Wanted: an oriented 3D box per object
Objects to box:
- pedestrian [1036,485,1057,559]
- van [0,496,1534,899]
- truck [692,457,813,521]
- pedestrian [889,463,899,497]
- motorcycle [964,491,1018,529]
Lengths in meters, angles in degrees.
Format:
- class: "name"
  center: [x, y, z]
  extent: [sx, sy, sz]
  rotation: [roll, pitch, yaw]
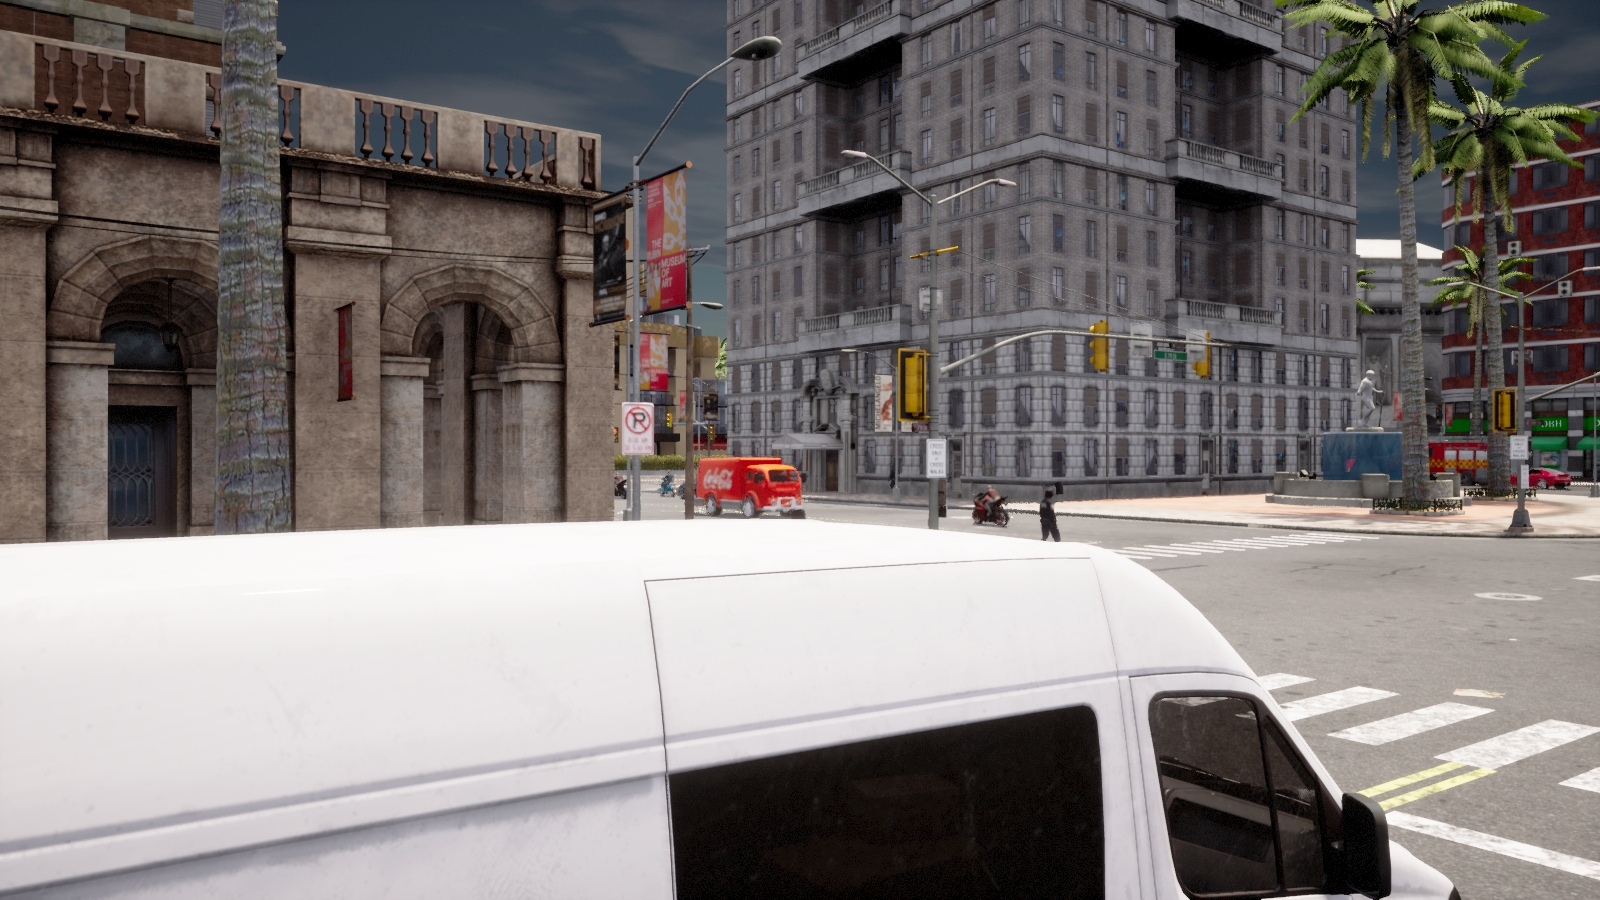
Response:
- class: "pedestrian"
  center: [6.305, 1.840, 29.263]
  extent: [0.375, 1.860, 0.375]
  rotation: [0, 0, -30]
- class: "van"
  center: [0.019, 1.533, 3.806]
  extent: [5.915, 2.561, 1.988]
  rotation: [0, 0, -35]
- class: "truck"
  center: [-2.040, 1.558, 47.616]
  extent: [2.627, 2.467, 5.204]
  rotation: [0, 0, -35]
- class: "pedestrian"
  center: [5.245, 1.680, 63.827]
  extent: [0.375, 1.860, 0.375]
  rotation: [0, 0, -41]
- class: "motorcycle"
  center: [7.003, 2.193, 42.047]
  extent: [0.867, 1.251, 2.209]
  rotation: [0, 0, -25]
